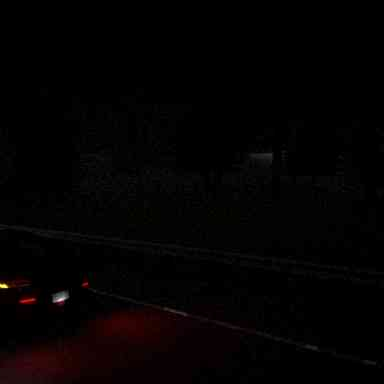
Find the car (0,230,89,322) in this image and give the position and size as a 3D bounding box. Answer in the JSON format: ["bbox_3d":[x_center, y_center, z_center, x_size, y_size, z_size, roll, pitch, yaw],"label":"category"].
[{"bbox_3d":[-4.016,1.488,6.567,4.674,1.442,1.812,0,0,33],"label":"car"}]
